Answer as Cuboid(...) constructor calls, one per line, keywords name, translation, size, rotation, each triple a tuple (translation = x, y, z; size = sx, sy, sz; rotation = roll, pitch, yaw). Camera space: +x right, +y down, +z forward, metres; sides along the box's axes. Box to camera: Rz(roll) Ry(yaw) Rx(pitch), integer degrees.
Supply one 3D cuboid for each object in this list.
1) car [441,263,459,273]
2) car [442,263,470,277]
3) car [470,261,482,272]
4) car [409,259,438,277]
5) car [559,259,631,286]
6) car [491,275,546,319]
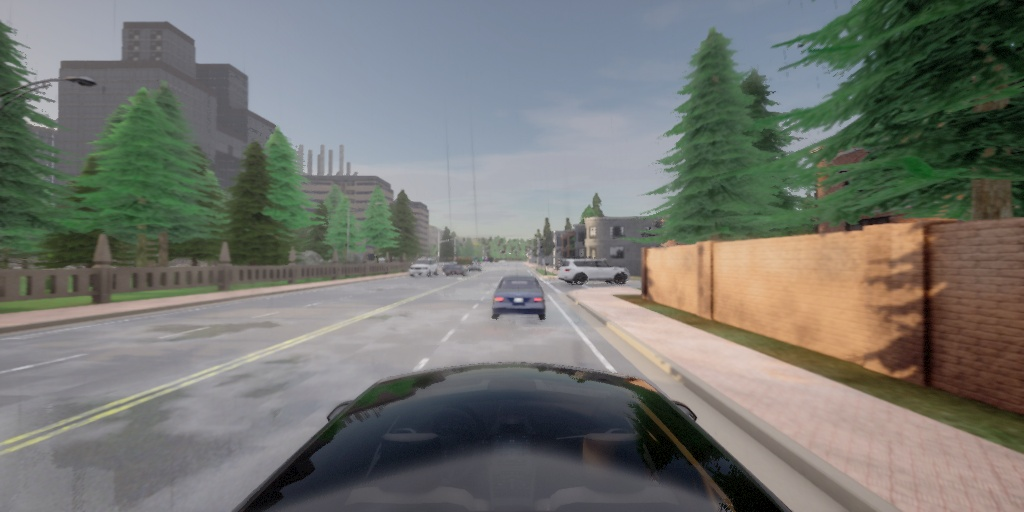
Cuboid(name="car", translation=(-9.623, 1.825, 56.072), size=(1.994, 1.385, 4.181), rotation=(0, -1, 1))
Cuboid(name="car", translation=(-6.415, 1.691, 41.367), size=(1.994, 1.385, 4.181), rotation=(0, -1, 1))
Cuboid(name="car", translation=(-6.055, 1.913, 58.825), size=(1.895, 1.301, 4.718), rotation=(0, -1, 2))
Cuboid(name="car", translation=(-9.929, 1.317, 40.690), size=(2.150, 2.045, 5.566), rotation=(0, 0, 1))
Cuboid(name="car", translation=(6.558, 1.271, 28.645), size=(5.566, 2.045, 2.150), rotation=(0, -2, -9))
Cuboid(name="car", translation=(0.257, 1.422, 13.462), size=(2.033, 1.411, 5.357), rotation=(0, -1, 1))
